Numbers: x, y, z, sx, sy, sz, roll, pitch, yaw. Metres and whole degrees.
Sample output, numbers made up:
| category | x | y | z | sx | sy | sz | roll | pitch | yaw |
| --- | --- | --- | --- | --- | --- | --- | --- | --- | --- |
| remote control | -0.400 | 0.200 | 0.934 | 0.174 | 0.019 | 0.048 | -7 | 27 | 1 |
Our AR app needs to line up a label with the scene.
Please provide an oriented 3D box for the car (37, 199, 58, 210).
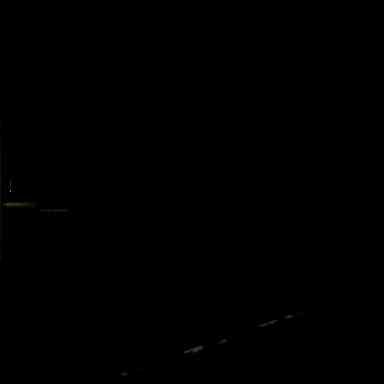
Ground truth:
| category | x | y | z | sx | sy | sz | roll | pitch | yaw |
| --- | --- | --- | --- | --- | --- | --- | --- | --- | --- |
| car | -20.905 | 1.735 | 47.909 | 1.837 | 1.490 | 4.892 | 0 | 0 | -40 |
